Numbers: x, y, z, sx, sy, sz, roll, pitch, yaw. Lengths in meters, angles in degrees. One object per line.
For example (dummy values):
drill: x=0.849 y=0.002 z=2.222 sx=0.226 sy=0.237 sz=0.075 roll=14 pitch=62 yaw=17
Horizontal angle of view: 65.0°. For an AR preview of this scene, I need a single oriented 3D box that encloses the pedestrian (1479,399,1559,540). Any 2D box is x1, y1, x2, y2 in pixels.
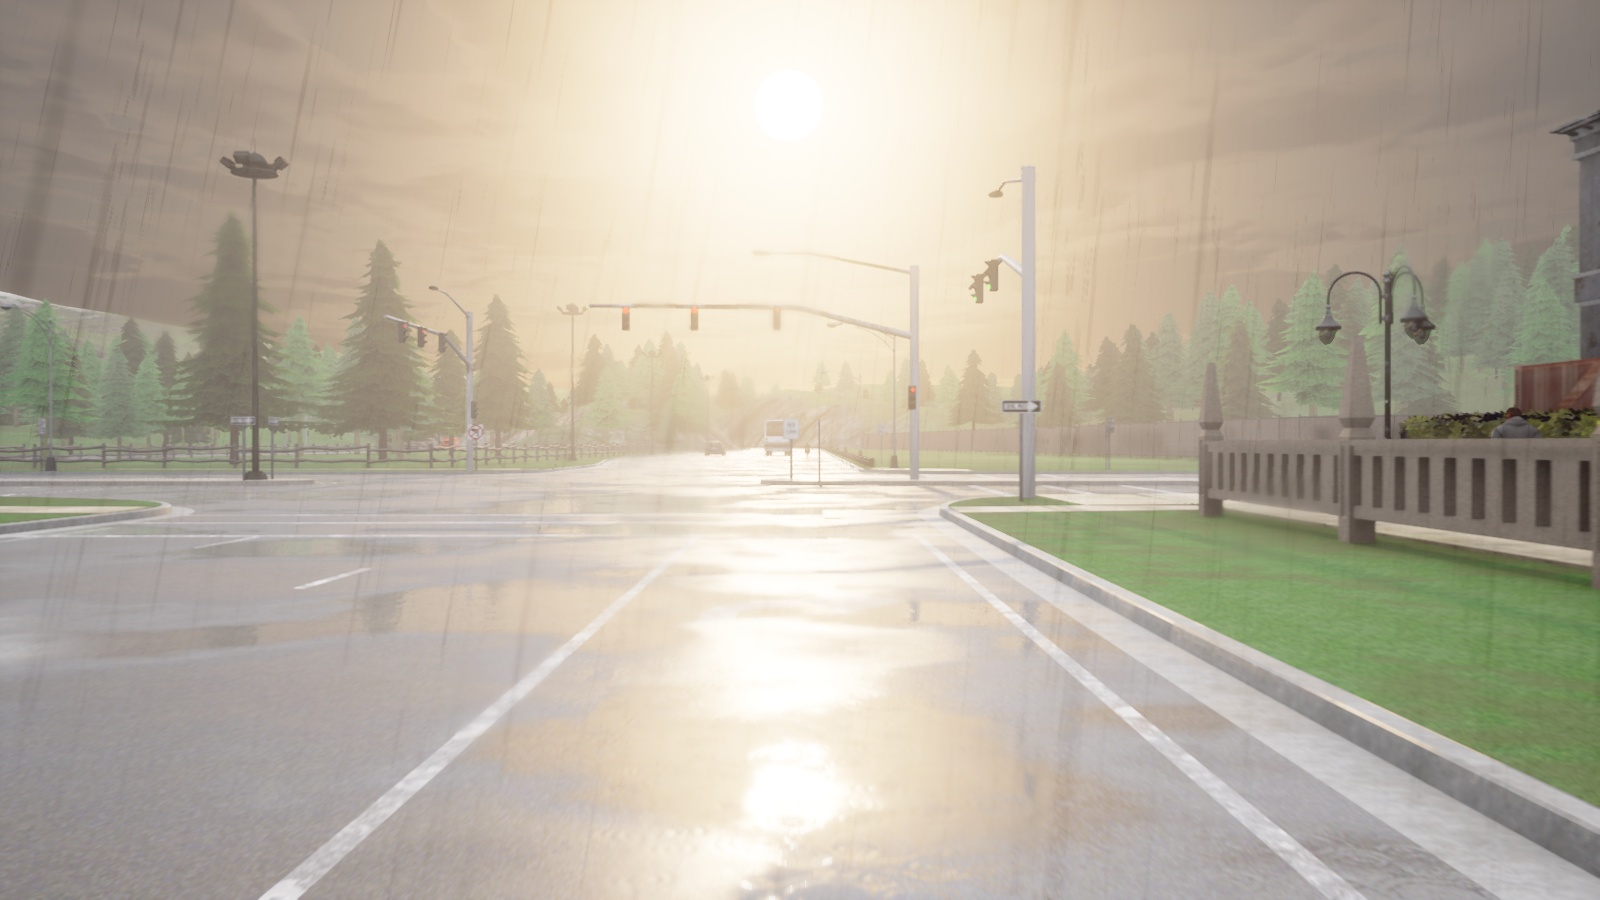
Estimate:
pedestrian: x=10.177 y=0.263 z=17.797 sx=0.659 sy=1.952 sz=0.873 roll=0 pitch=0 yaw=3
